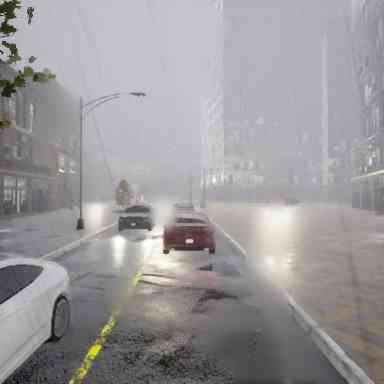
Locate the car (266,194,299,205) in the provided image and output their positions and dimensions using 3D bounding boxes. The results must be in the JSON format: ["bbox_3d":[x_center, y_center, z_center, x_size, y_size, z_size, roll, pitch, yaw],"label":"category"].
[{"bbox_3d":[13.966,1.201,51.548,5.009,1.841,2.192,0,-1,15],"label":"car"}]

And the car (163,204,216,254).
[{"bbox_3d":[-0.143,1.480,13.516,1.882,1.535,5.008,0,0,-1],"label":"car"}]

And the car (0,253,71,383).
[{"bbox_3d":[-2.871,1.526,3.746,1.812,1.442,4.674,0,0,0],"label":"car"}]

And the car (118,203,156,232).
[{"bbox_3d":[-3.238,1.479,20.304,1.882,1.535,5.008,0,0,-2],"label":"car"}]
